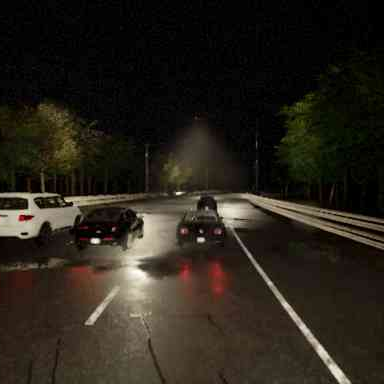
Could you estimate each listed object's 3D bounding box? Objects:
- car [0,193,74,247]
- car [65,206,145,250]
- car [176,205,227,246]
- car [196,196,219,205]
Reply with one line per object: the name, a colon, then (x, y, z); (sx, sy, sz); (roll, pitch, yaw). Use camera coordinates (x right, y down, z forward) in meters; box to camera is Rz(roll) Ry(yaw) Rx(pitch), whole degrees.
car: (-6.596, 1.048, 14.308); (2.150, 2.045, 5.566); (0, 1, 2)
car: (-3.116, 1.347, 13.420); (1.837, 1.490, 4.892); (0, 1, 2)
car: (0.411, 1.439, 14.339); (1.895, 1.301, 4.718); (0, 1, 2)
car: (1.491, 1.151, 32.107); (1.837, 1.490, 4.892); (0, 1, 5)
